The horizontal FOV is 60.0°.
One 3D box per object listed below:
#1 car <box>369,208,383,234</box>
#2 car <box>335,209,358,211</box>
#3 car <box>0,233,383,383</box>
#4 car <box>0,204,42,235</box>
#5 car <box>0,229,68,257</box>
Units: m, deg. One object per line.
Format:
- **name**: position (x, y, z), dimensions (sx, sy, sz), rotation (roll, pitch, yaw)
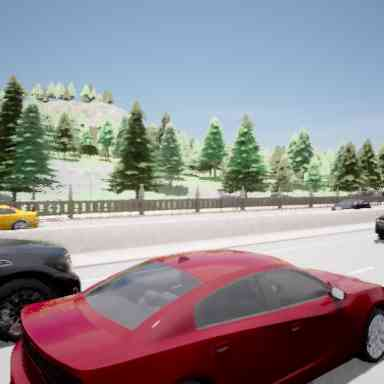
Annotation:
- **car**: position (10.396, 1.465, 15.459), dimensions (4.902, 1.511, 2.128), rotation (0, 0, -35)
- **car**: position (15.507, 1.444, 32.259), dimensions (4.902, 1.511, 2.128), rotation (0, 0, -36)
- **car**: position (0.585, 1.474, 4.163), dimensions (5.008, 1.535, 1.882), rotation (0, 0, -35)
- **car**: position (-10.896, 1.477, 17.717), dimensions (5.008, 1.535, 1.882), rotation (0, 0, -36)
- **car**: position (-4.550, 1.224, 4.800), dimensions (5.566, 2.045, 2.150), rotation (0, 0, -35)
